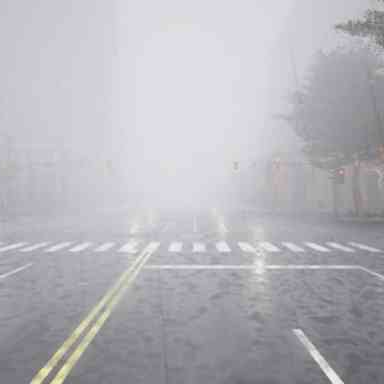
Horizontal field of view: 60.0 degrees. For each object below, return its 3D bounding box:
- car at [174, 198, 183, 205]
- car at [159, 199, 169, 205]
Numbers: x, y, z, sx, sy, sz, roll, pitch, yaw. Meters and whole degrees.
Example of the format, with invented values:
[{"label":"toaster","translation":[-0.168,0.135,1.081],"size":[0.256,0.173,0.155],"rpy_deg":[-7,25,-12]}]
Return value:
[{"label":"car","translation":[-3.372,2.190,81.848],"size":[2.097,1.767,4.553],"rpy_deg":[0,-1,1]},{"label":"car","translation":[-6.872,2.387,81.851],"size":[1.994,1.385,4.181],"rpy_deg":[0,-1,1]}]
